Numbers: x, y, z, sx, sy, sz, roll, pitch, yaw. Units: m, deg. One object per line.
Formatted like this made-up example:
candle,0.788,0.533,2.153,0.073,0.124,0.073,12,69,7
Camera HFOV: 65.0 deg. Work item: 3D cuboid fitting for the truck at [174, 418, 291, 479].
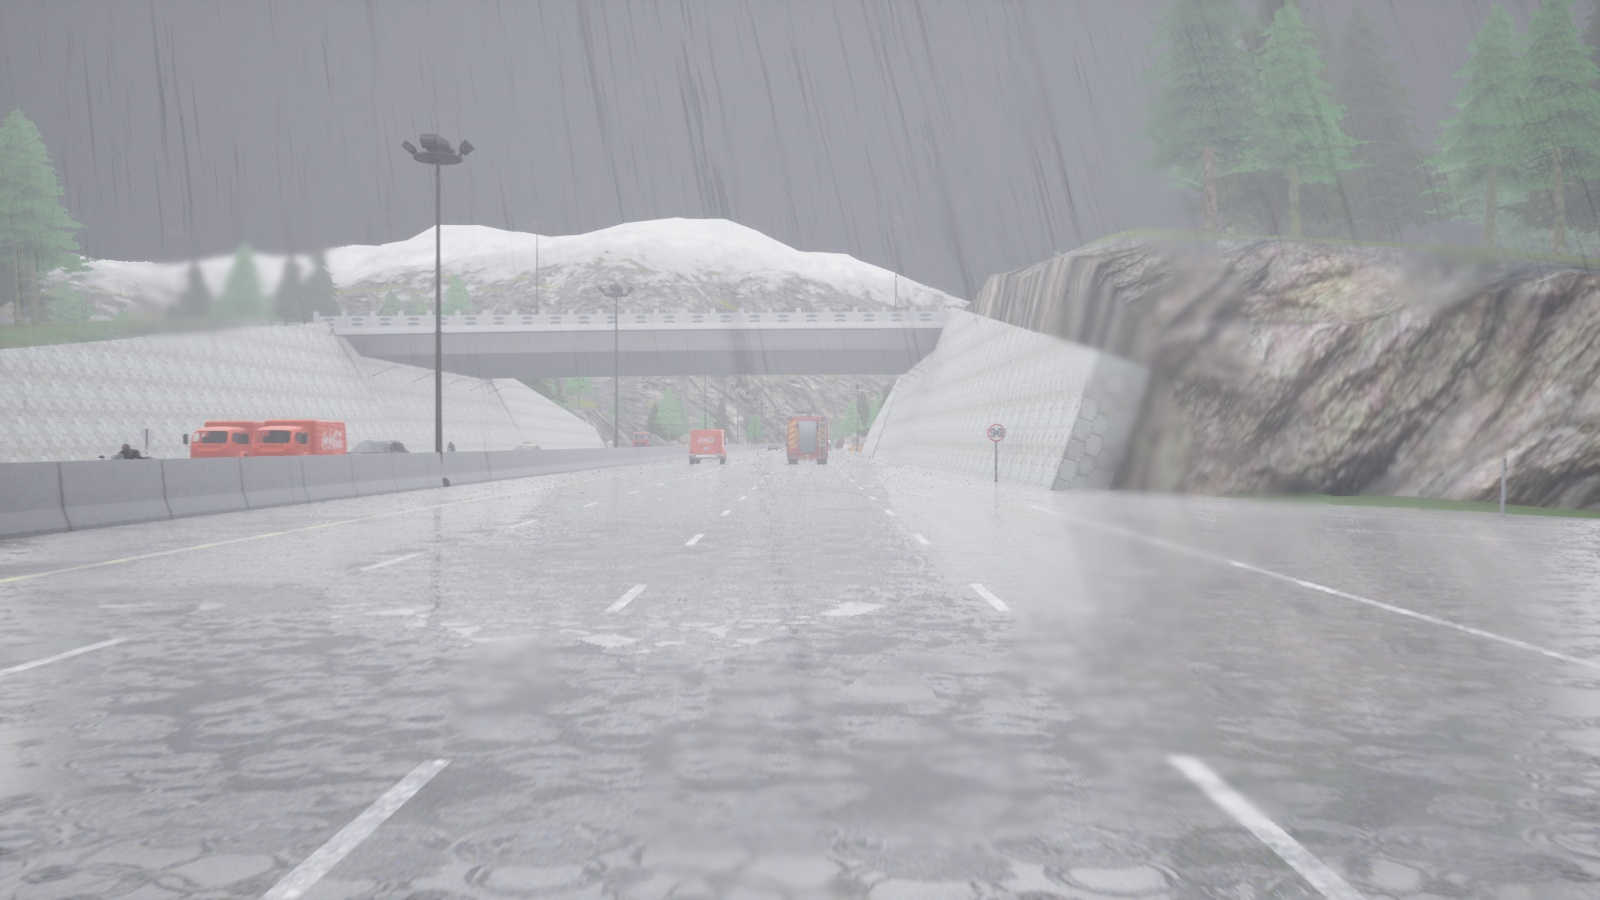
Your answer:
truck,-24.179,-0.066,53.799,2.627,2.467,5.204,0,0,0

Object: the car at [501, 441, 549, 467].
car,-17.041,0.228,78.062,1.801,1.575,5.366,0,0,0

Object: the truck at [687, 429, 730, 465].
truck,-6.475,-0.249,89.587,2.627,2.467,5.204,0,1,0

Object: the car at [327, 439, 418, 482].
car,-17.196,0.374,50.780,2.033,1.649,4.856,0,0,0

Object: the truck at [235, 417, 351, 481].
truck,-20.692,-0.050,51.563,2.627,2.467,5.204,0,0,0

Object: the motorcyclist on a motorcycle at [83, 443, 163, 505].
motorcyclist on a motorcycle,-17.302,0.585,32.168,0.866,1.530,2.191,0,0,0

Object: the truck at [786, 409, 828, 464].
truck,0.535,-0.936,91.301,2.891,3.827,8.468,0,0,0
